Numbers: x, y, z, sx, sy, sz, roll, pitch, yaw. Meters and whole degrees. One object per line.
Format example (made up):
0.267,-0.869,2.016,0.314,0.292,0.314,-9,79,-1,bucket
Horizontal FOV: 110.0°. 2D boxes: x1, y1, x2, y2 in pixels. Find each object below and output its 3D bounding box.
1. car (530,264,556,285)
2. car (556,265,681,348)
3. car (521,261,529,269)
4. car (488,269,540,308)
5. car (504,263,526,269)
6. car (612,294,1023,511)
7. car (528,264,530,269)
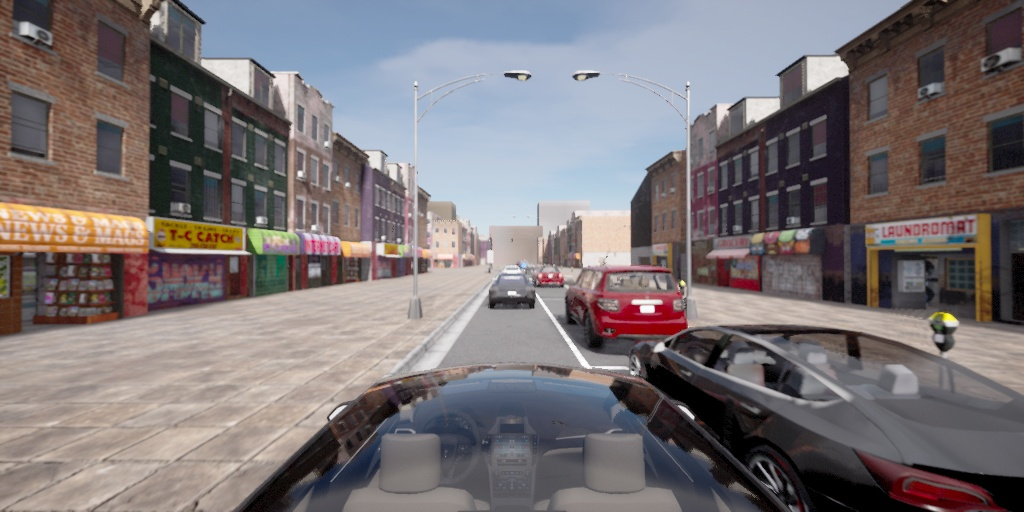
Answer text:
2.642,1.429,26.405,1.967,1.591,4.097,0,0,0,car
2.639,1.138,9.367,2.192,1.841,5.009,0,0,0,car
2.646,1.785,49.120,2.007,1.370,4.403,0,0,0,car
0.007,1.454,16.144,1.994,1.385,4.181,0,0,0,car
0.010,1.564,31.239,1.812,1.442,4.674,0,0,0,car
2.638,1.334,3.687,1.948,1.339,4.313,0,0,0,car
2.643,1.628,32.084,1.802,1.307,4.207,0,0,0,car
